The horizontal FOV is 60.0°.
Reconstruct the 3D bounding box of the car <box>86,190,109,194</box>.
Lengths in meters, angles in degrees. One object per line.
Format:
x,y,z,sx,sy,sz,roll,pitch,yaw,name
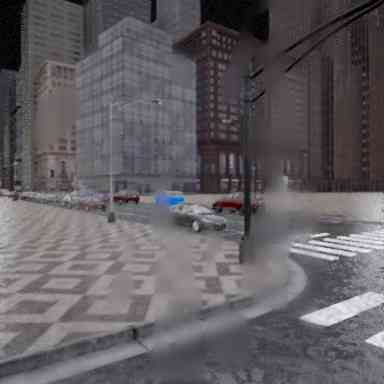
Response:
-12.548,0.829,45.637,1.812,1.442,4.674,-1,1,-35,car

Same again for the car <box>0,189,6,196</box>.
-44.199,0.410,79.854,1.752,1.417,4.829,0,0,-35,car

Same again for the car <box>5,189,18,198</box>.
-37.958,0.538,71.105,1.947,1.339,4.313,0,0,-35,car

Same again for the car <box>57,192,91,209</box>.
-12.594,1.001,35.551,2.008,1.369,4.403,0,1,-35,car

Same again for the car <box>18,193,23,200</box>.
-28.447,0.675,57.773,1.887,1.381,4.507,0,0,-35,car

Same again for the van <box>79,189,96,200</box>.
-18.331,0.464,58.272,1.690,1.788,3.998,0,1,-35,van

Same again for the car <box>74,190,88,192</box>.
-18.321,0.538,53.648,2.097,1.767,4.553,-1,1,-35,car

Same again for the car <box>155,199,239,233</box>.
0.087,1.293,17.776,2.008,1.369,4.403,0,1,-35,car

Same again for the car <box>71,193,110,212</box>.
-9.424,1.066,31.108,1.887,1.381,4.507,0,1,-35,car

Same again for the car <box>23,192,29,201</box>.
-25.275,0.629,53.328,1.967,1.590,4.097,0,0,-35,car

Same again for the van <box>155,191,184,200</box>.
-2.476,0.796,36.049,1.690,1.788,3.998,0,1,-35,van

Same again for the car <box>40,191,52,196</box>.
-37.356,0.361,84.940,1.887,1.381,4.507,0,0,-35,car

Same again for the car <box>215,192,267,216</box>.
3.866,0.915,27.159,2.192,1.841,5.009,0,1,-35,car

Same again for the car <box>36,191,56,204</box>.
-18.935,0.866,44.440,2.008,1.369,4.403,0,1,-35,car

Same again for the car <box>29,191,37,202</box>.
-22.106,0.802,48.885,2.008,1.369,4.403,0,1,-35,car

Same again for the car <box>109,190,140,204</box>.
-8.818,0.631,44.938,2.192,1.841,5.009,0,1,-35,car

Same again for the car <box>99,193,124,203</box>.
-11.991,0.800,49.385,2.008,1.369,4.403,0,1,-35,car
